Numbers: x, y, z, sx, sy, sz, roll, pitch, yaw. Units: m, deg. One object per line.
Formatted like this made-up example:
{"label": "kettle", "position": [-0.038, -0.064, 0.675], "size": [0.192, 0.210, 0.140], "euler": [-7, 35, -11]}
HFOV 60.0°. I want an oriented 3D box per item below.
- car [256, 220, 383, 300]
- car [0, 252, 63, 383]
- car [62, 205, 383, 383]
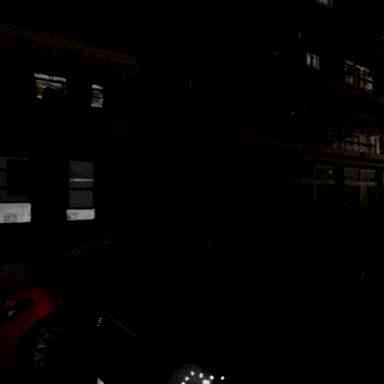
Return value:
{"label": "car", "position": [3.832, 1.582, 8.825], "size": [4.206, 1.307, 1.802], "euler": [0, 0, -35]}
{"label": "car", "position": [-0.760, 1.315, 5.549], "size": [5.009, 1.841, 2.192], "euler": [0, 0, -35]}
{"label": "car", "position": [1.578, 1.224, 4.177], "size": [5.566, 2.045, 2.150], "euler": [0, 0, -35]}
